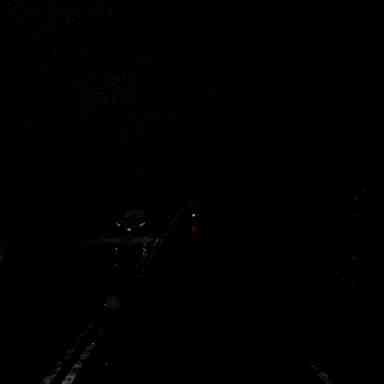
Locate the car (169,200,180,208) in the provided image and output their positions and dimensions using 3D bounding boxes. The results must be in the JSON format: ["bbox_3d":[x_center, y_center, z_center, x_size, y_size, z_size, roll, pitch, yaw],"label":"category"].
[{"bbox_3d":[-3.158,2.239,61.141,2.033,1.411,5.357,0,-1,1],"label":"car"}]

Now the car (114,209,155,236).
[{"bbox_3d":[-3.322,1.744,19.917,1.812,1.442,4.674,0,-1,0],"label":"car"}]

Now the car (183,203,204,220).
[{"bbox_3d":[0.156,1.872,32.383,1.837,1.490,4.892,0,-1,0],"label":"car"}]
